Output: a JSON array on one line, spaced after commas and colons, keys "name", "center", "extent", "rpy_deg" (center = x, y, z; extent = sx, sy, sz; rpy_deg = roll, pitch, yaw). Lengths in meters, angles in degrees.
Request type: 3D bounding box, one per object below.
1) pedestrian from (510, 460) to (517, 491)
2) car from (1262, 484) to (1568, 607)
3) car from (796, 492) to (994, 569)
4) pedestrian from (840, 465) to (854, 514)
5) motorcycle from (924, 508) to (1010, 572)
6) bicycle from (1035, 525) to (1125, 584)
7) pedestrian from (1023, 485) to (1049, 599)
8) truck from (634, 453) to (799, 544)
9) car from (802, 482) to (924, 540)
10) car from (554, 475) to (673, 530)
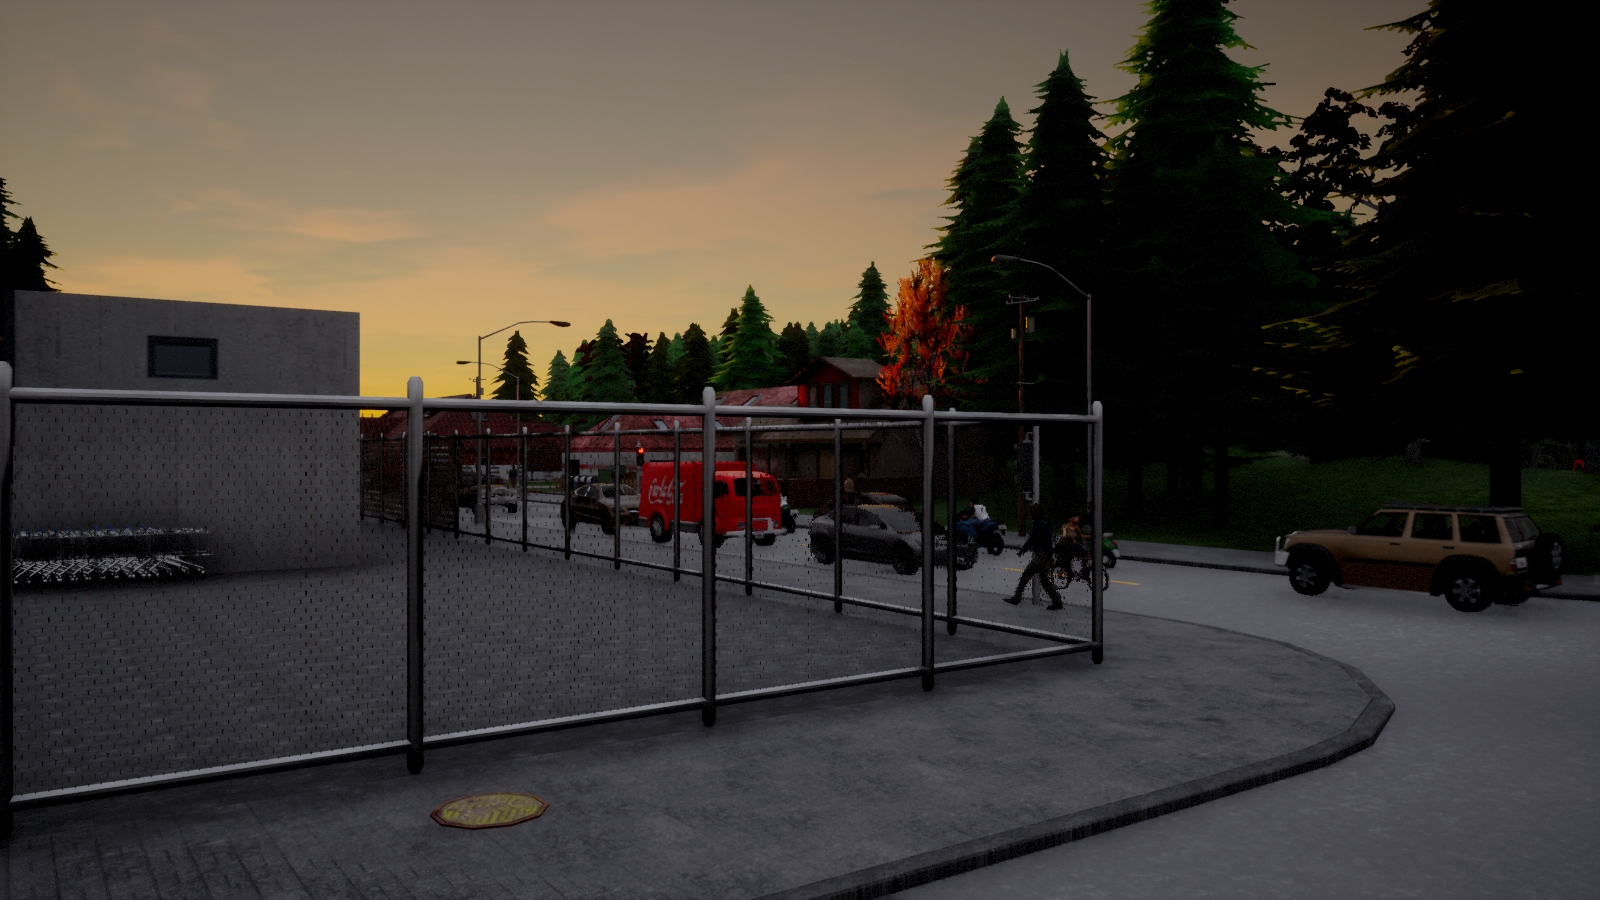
[{"name": "pedestrian", "center": [-17.309, 1.519, 69.051], "extent": [0.375, 1.860, 0.375], "rpy_deg": [0, 0, -3]}, {"name": "car", "center": [11.226, 1.640, 21.173], "extent": [1.932, 1.855, 4.605], "rpy_deg": [0, 0, -37]}, {"name": "car", "center": [2.148, 1.840, 27.280], "extent": [2.163, 1.488, 4.792], "rpy_deg": [0, 0, -35]}, {"name": "pedestrian", "center": [1.820, 1.521, 44.068], "extent": [0.375, 1.860, 0.375], "rpy_deg": [0, 0, -34]}, {"name": "motorcycle", "center": [3.659, 1.959, 25.126], "extent": [0.856, 1.236, 1.805], "rpy_deg": [0, 0, -35]}, {"name": "bicycle", "center": [5.497, 2.030, 22.484], "extent": [0.859, 1.080, 1.487], "rpy_deg": [0, -3, -35]}, {"name": "pedestrian", "center": [3.913, 1.515, 18.940], "extent": [0.375, 1.860, 0.375], "rpy_deg": [0, 0, 3]}, {"name": "truck", "center": [-2.602, 1.350, 34.086], "extent": [2.627, 2.467, 5.204], "rpy_deg": [0, 0, -35]}, {"name": "car", "center": [1.867, 1.802, 34.631], "extent": [1.789, 1.549, 3.705], "rpy_deg": [0, 0, -35]}, {"name": "car", "center": [-6.576, 1.769, 39.829], "extent": [2.152, 1.651, 5.027], "rpy_deg": [0, 0, -35]}]
